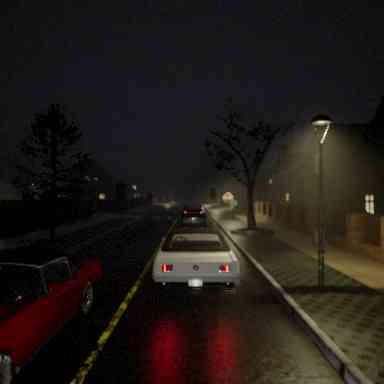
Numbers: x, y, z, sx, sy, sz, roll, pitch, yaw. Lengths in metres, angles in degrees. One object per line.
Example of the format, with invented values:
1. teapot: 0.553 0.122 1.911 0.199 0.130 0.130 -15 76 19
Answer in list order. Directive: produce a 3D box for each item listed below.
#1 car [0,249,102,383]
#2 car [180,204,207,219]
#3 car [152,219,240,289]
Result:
1. car: -2.846 1.631 4.876 1.895 1.301 4.718 0 0 0
2. car: 0.098 1.653 24.987 2.128 1.511 4.902 0 -1 0
3. car: 0.091 1.658 9.298 1.895 1.301 4.718 0 0 0
